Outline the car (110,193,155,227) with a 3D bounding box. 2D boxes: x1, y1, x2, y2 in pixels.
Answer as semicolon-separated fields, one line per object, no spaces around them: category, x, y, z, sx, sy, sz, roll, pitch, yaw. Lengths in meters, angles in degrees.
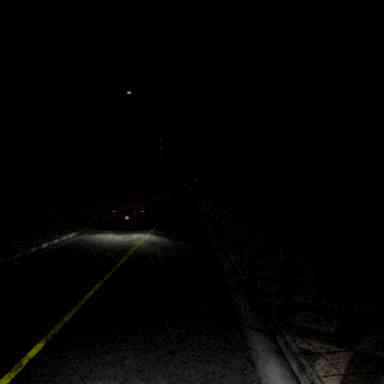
car;-3.718;1.084;21.744;2.150;2.045;5.566;0;1;0
